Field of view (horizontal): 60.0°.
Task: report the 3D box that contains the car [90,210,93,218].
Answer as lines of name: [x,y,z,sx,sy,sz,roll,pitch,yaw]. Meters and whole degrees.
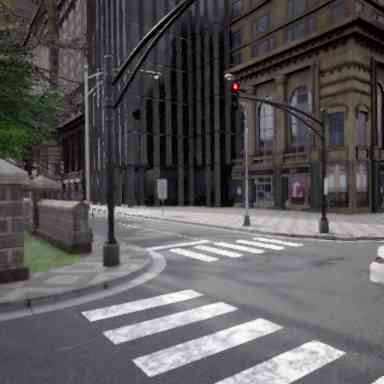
car: [-9.730,1.483,26.836,2.033,1.411,5.357,-1,1,-36]

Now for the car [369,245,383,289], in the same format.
car: [5.537,1.515,5.576,1.812,1.442,4.674,0,0,-36]
